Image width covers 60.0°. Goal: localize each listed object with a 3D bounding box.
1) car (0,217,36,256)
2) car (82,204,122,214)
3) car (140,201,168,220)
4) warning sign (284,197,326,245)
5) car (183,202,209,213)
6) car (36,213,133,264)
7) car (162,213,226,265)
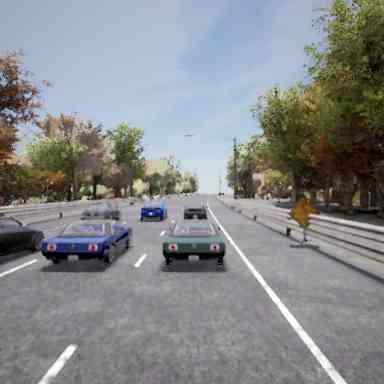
[{"bbox_3d":[-6.924,1.538,11.653,1.994,1.385,4.181,2,-3,2],"label":"car"},{"bbox_3d":[-6.764,1.613,25.316,2.033,1.411,5.357,0,0,1],"label":"car"},{"bbox_3d":[-3.176,1.549,28.643,1.882,1.535,5.008,0,0,2],"label":"car"},{"bbox_3d":[4.594,1.152,13.636,1.300,1.860,1.060,-1,-2,0],"label":"warning sign"},{"bbox_3d":[0.295,1.574,27.465,1.837,1.490,4.892,0,0,1],"label":"car"},{"bbox_3d":[-3.405,1.633,11.871,1.895,1.301,4.718,0,0,1],"label":"car"},{"bbox_3d":[0.095,1.633,11.846,1.895,1.301,4.718,0,0,1],"label":"car"}]
